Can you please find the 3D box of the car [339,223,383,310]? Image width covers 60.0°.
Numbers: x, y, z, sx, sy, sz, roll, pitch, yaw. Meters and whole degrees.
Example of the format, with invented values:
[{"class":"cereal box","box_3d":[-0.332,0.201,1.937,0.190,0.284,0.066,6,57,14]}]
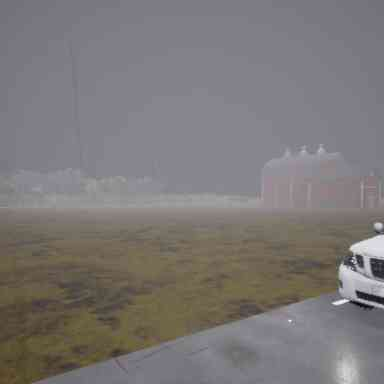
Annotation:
[{"class":"car","box_3d":[5.324,1.232,6.745,5.566,2.045,2.150,0,0,-35]}]
